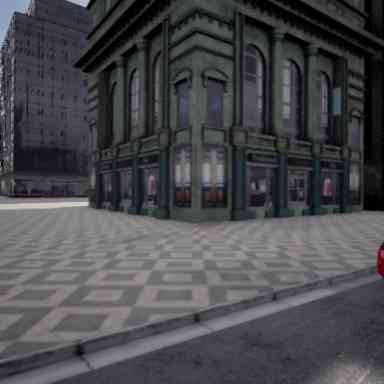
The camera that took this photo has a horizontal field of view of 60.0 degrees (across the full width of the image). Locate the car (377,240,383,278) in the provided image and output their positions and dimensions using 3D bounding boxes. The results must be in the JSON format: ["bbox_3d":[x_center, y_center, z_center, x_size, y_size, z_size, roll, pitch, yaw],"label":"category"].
[{"bbox_3d":[6.852,1.226,8.206,5.566,2.045,2.150,0,0,-35],"label":"car"}]
